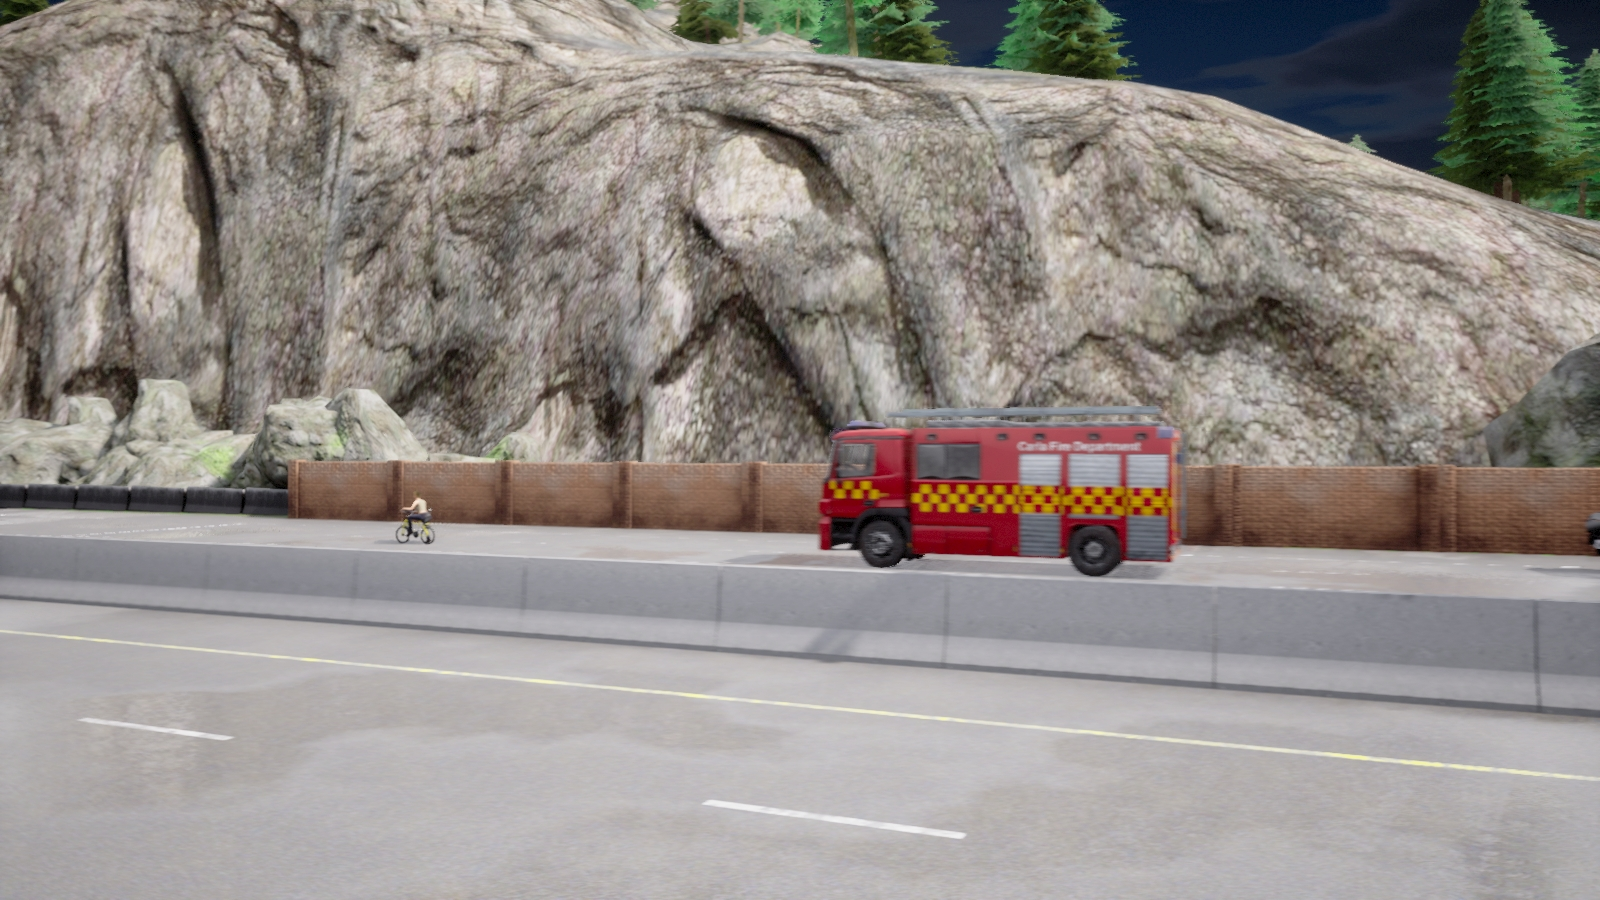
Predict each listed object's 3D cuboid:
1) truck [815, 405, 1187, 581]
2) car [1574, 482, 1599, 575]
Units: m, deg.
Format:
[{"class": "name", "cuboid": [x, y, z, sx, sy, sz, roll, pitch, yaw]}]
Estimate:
[{"class": "truck", "cuboid": [4.833, 0.931, 27.685, 8.468, 3.827, 2.891, 0, 0, 22]}, {"class": "car", "cuboid": [21.365, 1.809, 25.538, 6.274, 2.098, 2.390, 0, 0, 12]}]
